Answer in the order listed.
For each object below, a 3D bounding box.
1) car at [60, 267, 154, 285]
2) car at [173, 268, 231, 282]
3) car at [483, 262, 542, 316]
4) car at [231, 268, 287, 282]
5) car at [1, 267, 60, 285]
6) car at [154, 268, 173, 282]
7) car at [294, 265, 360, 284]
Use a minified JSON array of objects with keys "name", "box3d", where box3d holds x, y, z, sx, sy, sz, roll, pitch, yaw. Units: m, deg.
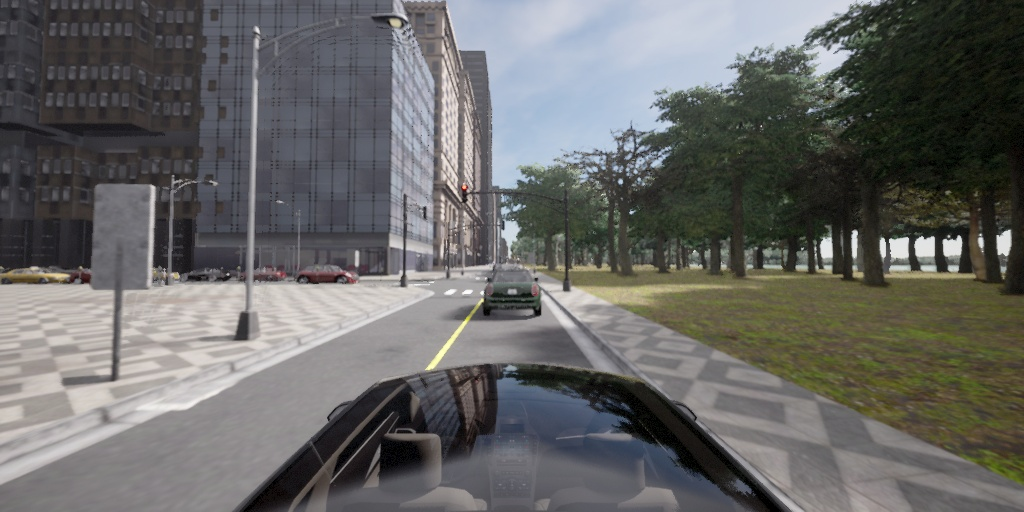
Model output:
[{"name":"car","box3d":[-29.935,1.509,26.613,4.507,1.381,1.888,0,0,0]},{"name":"car","box3d":[-29.929,1.847,35.132,4.313,1.339,1.948,0,0,0]},{"name":"car","box3d":[0.031,1.248,14.353,2.097,1.767,4.553,0,-1,0]},{"name":"car","box3d":[-24.443,1.860,35.132,4.207,1.307,1.802,0,0,0]},{"name":"car","box3d":[-35.253,1.494,26.614,4.829,1.417,1.751,0,0,0]},{"name":"car","box3d":[-35.586,1.811,35.133,4.829,1.417,1.751,0,0,0]},{"name":"car","box3d":[-13.504,1.393,26.611,4.097,1.591,1.967,0,0,-1]}]
